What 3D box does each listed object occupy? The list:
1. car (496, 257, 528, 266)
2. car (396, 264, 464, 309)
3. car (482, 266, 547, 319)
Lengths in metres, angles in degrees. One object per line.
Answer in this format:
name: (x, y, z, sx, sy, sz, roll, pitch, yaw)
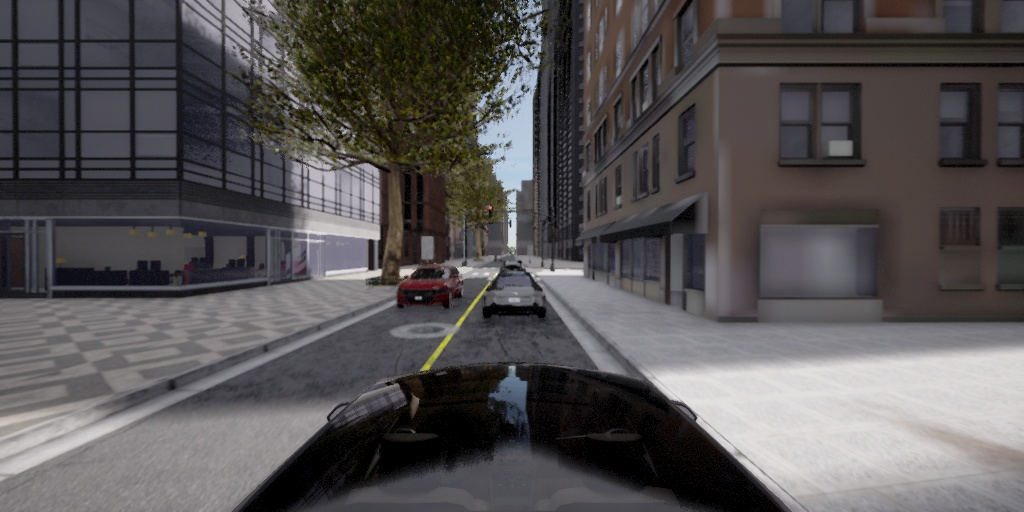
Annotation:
car: (0.070, 1.008, 26.054, 1.837, 1.490, 4.892, 0, 1, 0)
car: (-3.095, 1.099, 14.399, 1.882, 1.535, 5.008, 0, 1, 0)
car: (0.076, 1.207, 12.252, 1.994, 1.385, 4.181, 0, 1, 0)
